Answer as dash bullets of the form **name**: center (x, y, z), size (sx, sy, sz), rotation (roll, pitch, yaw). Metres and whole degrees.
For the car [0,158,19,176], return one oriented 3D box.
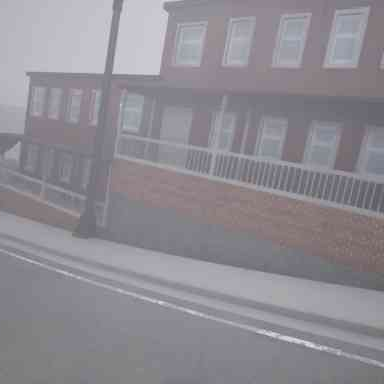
- **car**: center (-16.288, -2.301, 30.715), size (1.882, 1.535, 5.008), rotation (15, 9, 35)
